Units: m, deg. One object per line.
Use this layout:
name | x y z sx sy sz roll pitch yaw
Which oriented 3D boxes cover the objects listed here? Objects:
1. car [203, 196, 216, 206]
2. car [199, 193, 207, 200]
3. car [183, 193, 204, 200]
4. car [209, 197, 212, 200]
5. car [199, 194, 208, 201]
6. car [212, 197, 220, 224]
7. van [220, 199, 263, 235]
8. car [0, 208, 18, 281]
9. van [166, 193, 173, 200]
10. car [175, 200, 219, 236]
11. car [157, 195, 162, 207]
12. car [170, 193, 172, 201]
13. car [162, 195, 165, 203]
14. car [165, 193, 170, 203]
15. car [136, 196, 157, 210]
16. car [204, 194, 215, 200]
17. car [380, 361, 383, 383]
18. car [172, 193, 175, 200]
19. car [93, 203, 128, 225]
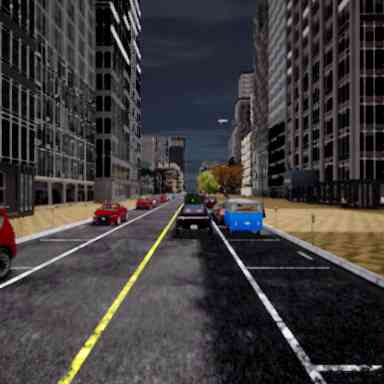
car | 2.686 1.369 51.482 1.752 1.417 4.829 0 0 0
car | 2.681 1.182 84.547 1.967 1.590 4.097 0 0 0
car | 0.094 1.094 42.165 2.150 2.045 5.566 0 0 0
car | 2.690 1.436 29.325 1.752 1.417 4.829 0 0 0
car | 2.681 1.304 79.008 1.887 1.381 4.507 0 0 0
car | 2.692 1.368 23.616 1.967 1.590 4.097 0 0 0
van | 2.693 1.286 18.076 1.690 1.788 3.998 0 0 0
car | -5.685 1.295 6.996 2.192 1.841 5.009 0 0 0
van | -5.699 1.084 84.545 1.690 1.788 3.998 0 0 0
car | 0.098 1.436 18.184 2.128 1.511 4.902 0 0 0
car | -5.692 1.302 45.771 1.967 1.590 4.097 0 0 0
car | -5.697 1.234 67.928 1.967 1.590 4.097 0 0 0
car | -5.694 1.396 51.310 2.008 1.369 4.403 0 0 0
car | -5.696 1.356 62.389 1.887 1.381 4.507 0 0 0
car | -5.692 1.424 40.232 1.887 1.381 4.507 0 0 0
car | 2.688 1.301 45.773 1.967 1.590 4.097 0 0 0
car | 2.696 1.435 1.459 1.967 1.590 4.097 0 0 0
car | -5.699 1.286 78.836 1.752 1.417 4.829 0 0 0
car | -5.689 1.474 23.615 1.887 1.381 4.507 0 0 0
